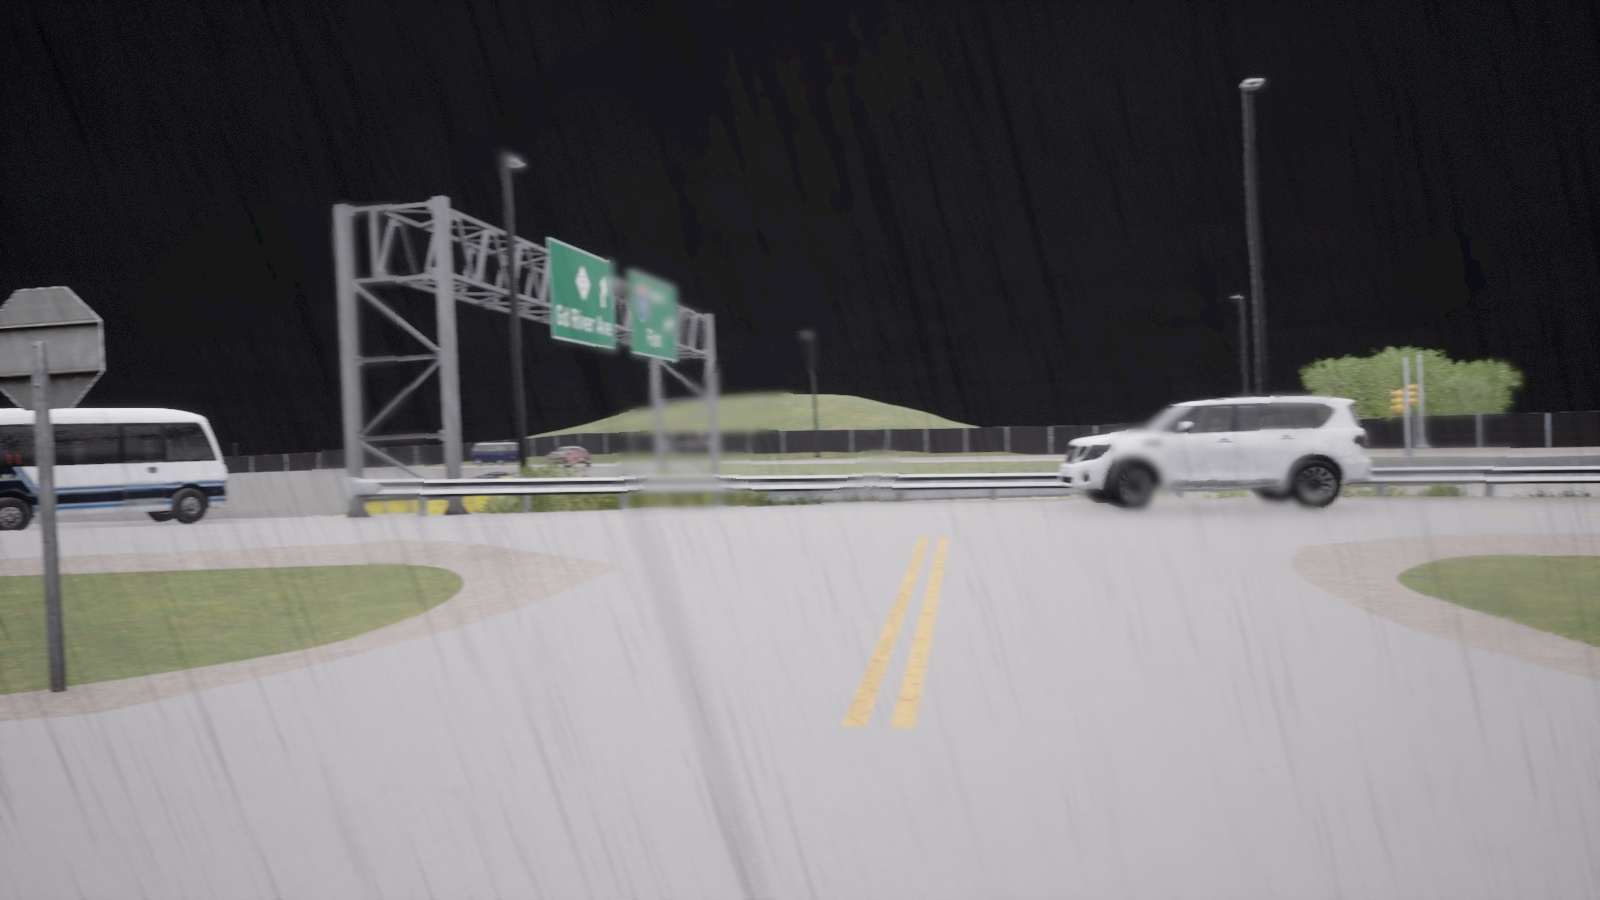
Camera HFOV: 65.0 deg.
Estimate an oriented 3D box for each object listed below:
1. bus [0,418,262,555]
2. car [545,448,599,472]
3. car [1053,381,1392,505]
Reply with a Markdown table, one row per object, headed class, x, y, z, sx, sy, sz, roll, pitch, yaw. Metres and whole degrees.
| class | x | y | z | sx | sy | sz | roll | pitch | yaw |
| --- | --- | --- | --- | --- | --- | --- | --- | --- | --- |
| bus | -25.109 | 1.203 | 44.413 | 10.273 | 4.253 | 3.944 | -3 | 1 | -45 |
| car | -17.215 | 0.747 | 94.683 | 2.152 | 1.651 | 5.027 | -4 | 2 | -33 |
| car | 7.760 | -0.128 | 23.495 | 5.566 | 2.045 | 2.150 | -2 | 0 | 0 |
